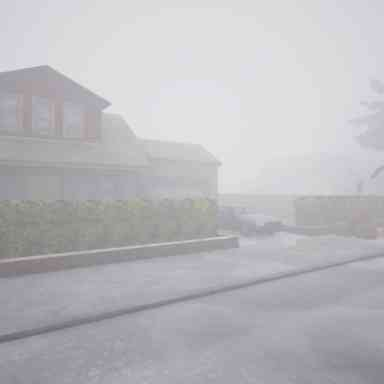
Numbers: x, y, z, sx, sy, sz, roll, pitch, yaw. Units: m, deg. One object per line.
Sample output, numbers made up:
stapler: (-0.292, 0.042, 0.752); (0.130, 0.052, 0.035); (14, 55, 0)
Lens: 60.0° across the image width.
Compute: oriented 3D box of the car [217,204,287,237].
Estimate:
car: (2.235, 1.356, 16.975); (2.033, 1.415, 5.357); (0, 0, -33)
